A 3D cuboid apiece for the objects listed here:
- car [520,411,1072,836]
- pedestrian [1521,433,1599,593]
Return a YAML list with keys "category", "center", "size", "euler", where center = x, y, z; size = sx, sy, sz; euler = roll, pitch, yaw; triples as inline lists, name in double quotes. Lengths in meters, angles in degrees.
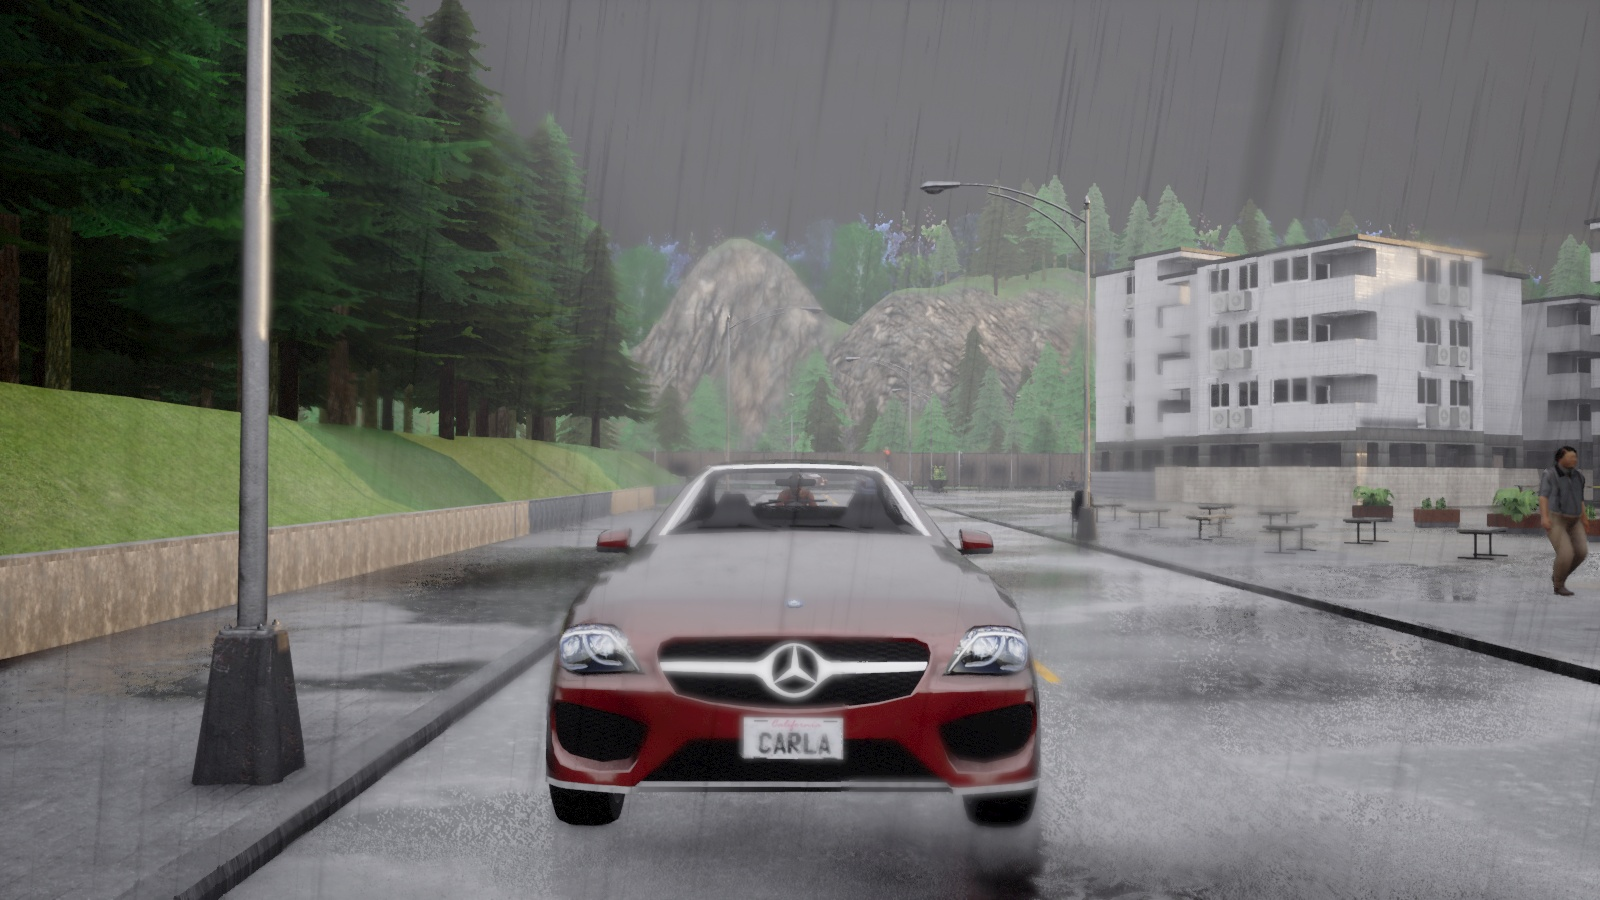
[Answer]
- category: "car"
  center: [-0.022, 0.718, 7.419]
  size: [2.152, 1.651, 5.027]
  euler: [0, -1, 0]
- category: "pedestrian"
  center: [9.057, 0.738, 14.897]
  size: [0.540, 1.848, 0.694]
  euler: [0, -1, -7]
